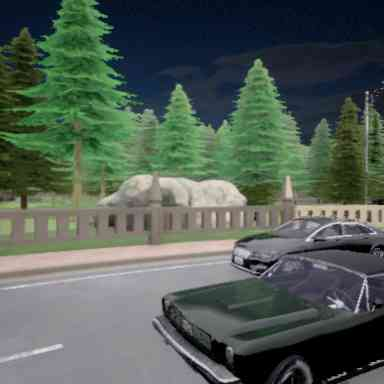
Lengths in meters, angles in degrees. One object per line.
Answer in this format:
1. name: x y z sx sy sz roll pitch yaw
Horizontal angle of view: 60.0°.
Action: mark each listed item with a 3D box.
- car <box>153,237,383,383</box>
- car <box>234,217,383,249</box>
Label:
1. car: 1.898 1.590 4.709 4.718 1.301 1.895 0 0 -28
2. car: 3.443 1.471 9.287 4.902 1.511 2.128 1 0 -23
